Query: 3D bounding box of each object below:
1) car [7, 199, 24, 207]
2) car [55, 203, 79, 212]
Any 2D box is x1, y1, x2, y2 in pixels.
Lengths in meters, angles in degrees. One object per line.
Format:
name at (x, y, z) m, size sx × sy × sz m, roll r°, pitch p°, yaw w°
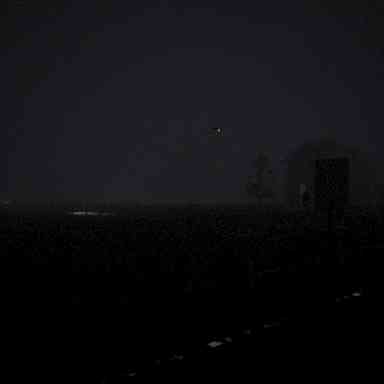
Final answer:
car at (-41.434, 2.917, 78.758) m, size 1.994 × 1.385 × 4.181 m, roll 0°, pitch -1°, yaw -43°
car at (-19.022, 2.380, 50.630) m, size 1.895 × 1.301 × 4.718 m, roll 0°, pitch -1°, yaw -43°
